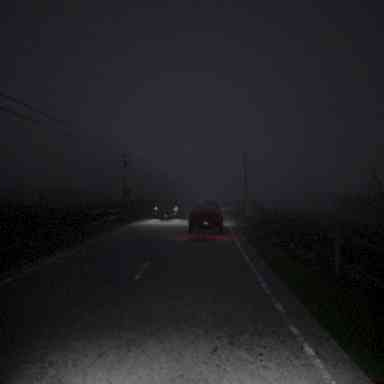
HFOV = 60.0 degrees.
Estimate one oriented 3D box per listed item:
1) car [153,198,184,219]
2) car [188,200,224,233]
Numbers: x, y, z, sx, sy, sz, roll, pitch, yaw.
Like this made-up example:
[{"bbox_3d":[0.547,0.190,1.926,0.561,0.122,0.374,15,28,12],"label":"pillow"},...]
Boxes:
[{"bbox_3d":[-1.923,1.320,28.502,2.097,1.767,4.553,0,0,5],"label":"car"},{"bbox_3d":[0.858,1.458,19.740,1.882,1.535,5.008,0,0,4],"label":"car"}]
